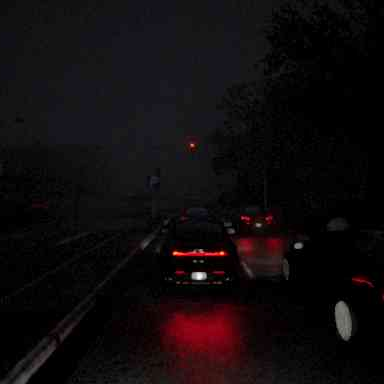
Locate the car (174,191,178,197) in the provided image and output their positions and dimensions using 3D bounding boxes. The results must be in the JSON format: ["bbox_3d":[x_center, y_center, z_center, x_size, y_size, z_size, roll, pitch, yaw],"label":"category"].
[{"bbox_3d":[-7.322,0.485,90.393,5.566,2.045,2.435,-1,0,-11],"label":"car"}]

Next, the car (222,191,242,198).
[{"bbox_3d":[10.087,0.589,83.585,4.553,1.767,2.185,0,0,-12],"label":"car"}]

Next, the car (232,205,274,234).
[{"bbox_3d":[3.299,1.429,18.597,1.812,1.442,4.674,0,0,1],"label":"car"}]

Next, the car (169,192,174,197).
[{"bbox_3d":[-7.795,0.796,87.393,4.674,1.452,2.002,-1,1,-12],"label":"car"}]

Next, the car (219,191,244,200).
[{"bbox_3d":[8.185,0.696,68.900,4.553,1.767,2.185,0,0,-13],"label":"car"}]

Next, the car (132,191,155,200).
[{"bbox_3d":[-10.185,0.751,69.419,4.553,1.767,2.185,-1,0,-14],"label":"car"}]

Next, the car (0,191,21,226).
[{"bbox_3d":[-13.575,1.143,19.681,5.566,2.045,2.435,-1,0,-19],"label":"car"}]

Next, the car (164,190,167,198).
[{"bbox_3d":[-9.050,0.856,78.418,4.674,1.452,2.002,-1,1,-13],"label":"car"}]

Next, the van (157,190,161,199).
[{"bbox_3d":[-9.696,0.629,72.455,4.442,1.987,1.878,-1,0,-13],"label":"van"}]

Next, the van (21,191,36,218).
[{"bbox_3d":[-13.436,1.153,22.716,4.442,1.987,1.878,-1,0,-19],"label":"van"}]

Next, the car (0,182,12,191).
[{"bbox_3d":[-30.752,-0.770,54.550,2.435,2.045,5.566,6,-2,-19],"label":"car"}]

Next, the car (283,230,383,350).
[{"bbox_3d":[3.145,1.442,6.252,1.882,1.535,5.008,0,0,0],"label":"car"}]

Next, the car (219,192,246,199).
[{"bbox_3d":[8.744,0.799,71.890,5.366,1.575,1.946,0,0,-13],"label":"car"}]

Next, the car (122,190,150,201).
[{"bbox_3d":[-10.968,0.952,63.482,4.792,1.488,2.163,-1,1,-14],"label":"car"}]

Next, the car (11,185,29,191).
[{"bbox_3d":[-27.758,-0.208,54.470,2.002,1.452,4.674,6,-2,-19],"label":"car"}]

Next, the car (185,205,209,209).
[{"bbox_3d":[0.279,1.432,18.353,1.812,1.442,4.674,0,0,1],"label":"car"}]

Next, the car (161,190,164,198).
[{"bbox_3d":[-9.446,0.838,75.426,4.892,1.521,2.231,-1,0,-13],"label":"car"}]

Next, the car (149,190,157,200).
[{"bbox_3d":[-10.301,0.889,66.469,5.366,1.575,1.946,-1,0,-14],"label":"car"}]

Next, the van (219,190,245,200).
[{"bbox_3d":[7.779,0.616,65.932,4.442,1.987,1.878,0,1,-14],"label":"van"}]

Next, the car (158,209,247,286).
[{"bbox_3d":[0.173,1.455,9.230,1.837,1.490,4.892,0,0,1],"label":"car"}]

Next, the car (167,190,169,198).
[{"bbox_3d":[-8.655,0.837,81.417,4.674,1.452,2.002,-1,0,-12],"label":"car"}]

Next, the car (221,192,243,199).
[{"bbox_3d":[9.303,0.798,77.725,4.674,1.452,2.002,0,0,-12],"label":"car"}]

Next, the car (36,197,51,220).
[{"bbox_3d":[-13.438,1.241,25.695,4.553,1.767,2.185,-1,1,-19],"label":"car"}]
